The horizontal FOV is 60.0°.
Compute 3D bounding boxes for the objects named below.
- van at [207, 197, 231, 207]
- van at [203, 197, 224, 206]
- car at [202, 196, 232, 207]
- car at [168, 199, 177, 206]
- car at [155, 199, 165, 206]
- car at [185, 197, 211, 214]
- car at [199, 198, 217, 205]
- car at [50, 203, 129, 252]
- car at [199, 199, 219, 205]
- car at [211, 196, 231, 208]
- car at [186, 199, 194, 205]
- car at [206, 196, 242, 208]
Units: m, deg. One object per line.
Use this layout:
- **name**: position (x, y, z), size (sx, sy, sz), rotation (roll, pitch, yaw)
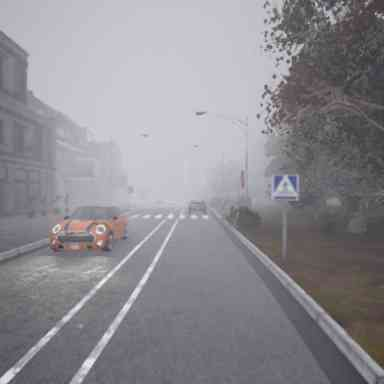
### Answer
- **van**: position (5.394, 1.970, 66.504), size (4.442, 1.987, 1.878), rotation (2, -2, -21)
- **van**: position (5.064, 2.247, 78.339), size (4.442, 1.987, 1.878), rotation (2, -2, -22)
- **car**: position (5.236, 2.014, 69.427), size (5.566, 2.045, 2.435), rotation (2, -2, -22)
- **car**: position (-4.411, 2.366, 75.204), size (1.812, 1.442, 4.674), rotation (0, -1, -2)
- **car**: position (-7.209, 2.371, 75.109), size (1.994, 1.385, 4.181), rotation (0, -1, -2)
- **car**: position (0.573, 1.481, 35.474), size (2.128, 1.511, 4.902), rotation (0, 0, 1)
- **car**: position (4.480, 2.653, 93.109), size (4.553, 1.767, 2.185), rotation (2, -2, -22)
- **car**: position (-4.008, 1.311, 13.682), size (2.097, 1.767, 4.553), rotation (0, 0, 0)
- **car**: position (4.619, 2.723, 90.147), size (4.892, 1.521, 2.231), rotation (2, -1, -22)
- **car**: position (5.640, 1.644, 54.642), size (5.566, 2.045, 2.435), rotation (2, -2, -21)
- **car**: position (-0.542, 2.629, 85.299), size (2.033, 1.411, 5.357), rotation (0, -1, -2)
- **car**: position (5.512, 1.717, 57.567), size (5.566, 2.045, 2.435), rotation (2, -1, -21)
